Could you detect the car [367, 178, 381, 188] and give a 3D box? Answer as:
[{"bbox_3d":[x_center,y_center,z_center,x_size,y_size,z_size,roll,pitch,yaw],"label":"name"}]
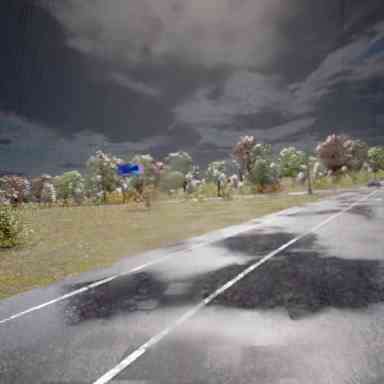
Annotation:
[{"bbox_3d":[35.172,-1.840,64.398,2.097,1.767,4.553,-5,0,33],"label":"car"}]
